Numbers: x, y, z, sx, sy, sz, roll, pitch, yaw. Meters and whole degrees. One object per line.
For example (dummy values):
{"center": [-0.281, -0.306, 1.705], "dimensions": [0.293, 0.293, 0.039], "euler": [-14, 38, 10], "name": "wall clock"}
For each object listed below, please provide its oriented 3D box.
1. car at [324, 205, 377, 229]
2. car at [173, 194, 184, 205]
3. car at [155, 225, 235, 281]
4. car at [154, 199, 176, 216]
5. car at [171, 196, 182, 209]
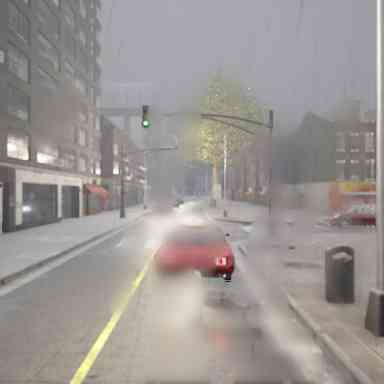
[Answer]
{"center": [10.929, 1.558, 22.029], "dimensions": [4.097, 1.590, 1.967], "euler": [0, -1, 0], "name": "car"}
{"center": [-2.767, 1.393, 63.667], "dimensions": [2.150, 2.045, 5.566], "euler": [0, 0, 1], "name": "car"}
{"center": [0.194, 1.621, 9.890], "dimensions": [1.895, 1.301, 4.718], "euler": [0, 0, 3], "name": "car"}
{"center": [-2.834, 1.672, 33.618], "dimensions": [1.895, 1.301, 4.718], "euler": [0, 0, -3], "name": "car"}
{"center": [-2.834, 1.668, 47.336], "dimensions": [1.994, 1.385, 4.181], "euler": [0, 0, 0], "name": "car"}
